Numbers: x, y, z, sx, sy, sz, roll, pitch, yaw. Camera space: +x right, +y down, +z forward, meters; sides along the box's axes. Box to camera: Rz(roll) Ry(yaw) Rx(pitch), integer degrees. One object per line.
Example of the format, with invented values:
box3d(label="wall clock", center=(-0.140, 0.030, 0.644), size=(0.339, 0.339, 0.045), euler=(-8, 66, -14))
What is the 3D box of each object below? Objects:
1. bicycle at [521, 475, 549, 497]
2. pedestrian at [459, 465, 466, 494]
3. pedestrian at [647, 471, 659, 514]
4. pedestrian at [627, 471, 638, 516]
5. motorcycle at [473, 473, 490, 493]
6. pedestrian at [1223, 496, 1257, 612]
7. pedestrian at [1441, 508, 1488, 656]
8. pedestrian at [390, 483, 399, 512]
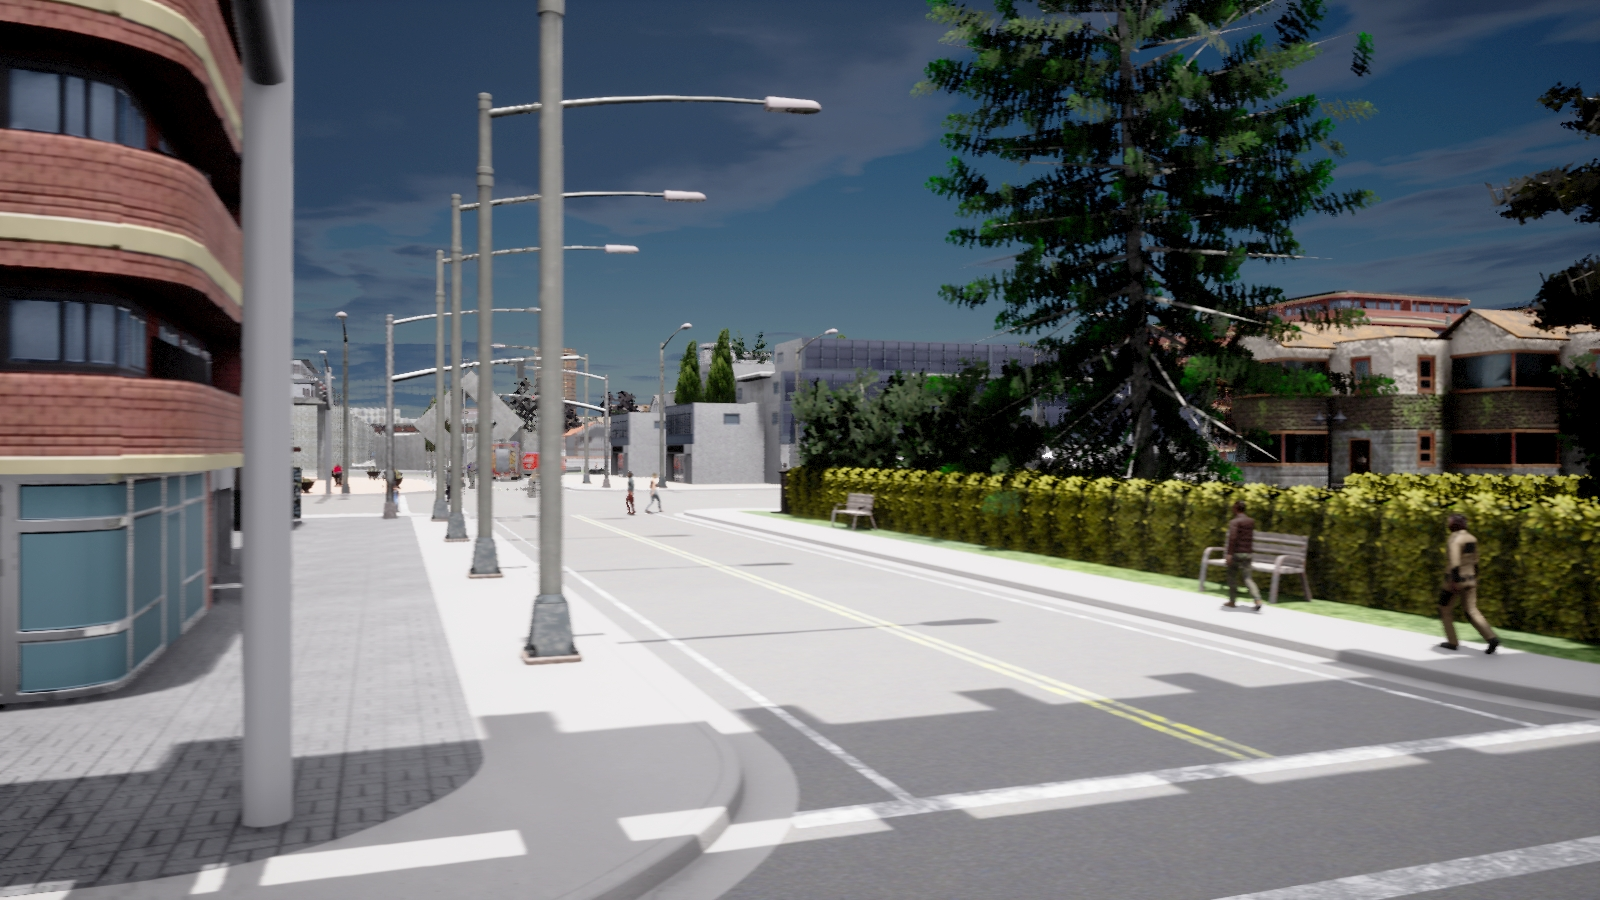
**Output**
box3d(label="bicycle", center=(-15.855, 2.166, 68.389), size=(1.487, 1.301, 0.859), euler=(0, -1, 40))
box3d(label="pedestrian", center=(-21.509, 1.872, 72.800), size=(0.375, 1.860, 0.375), euler=(0, 0, -16))
box3d(label="pedestrian", center=(-6.413, 1.850, 49.923), size=(0.375, 1.860, 0.375), euler=(0, 0, -36))
box3d(label="pedestrian", center=(-7.141, 1.850, 48.714), size=(0.375, 1.860, 0.375), euler=(0, 0, -21))
box3d(label="motorcycle", center=(-21.123, 2.205, 75.732), size=(0.867, 1.254, 2.209), euler=(0, 0, -21))
box3d(label="pedestrian", center=(7.247, 1.699, 18.827), size=(0.375, 1.860, 0.375), euler=(0, 0, -21))
box3d(label="pedestrian", center=(8.609, 1.698, 14.796), size=(0.375, 1.860, 0.375), euler=(0, 0, -23))
box3d(label="pedestrian", center=(-18.453, 2.173, 52.039), size=(0.375, 1.300, 0.375), euler=(0, 0, -22))
